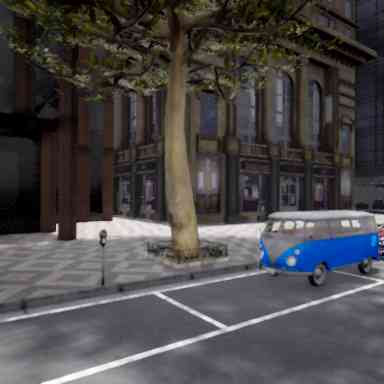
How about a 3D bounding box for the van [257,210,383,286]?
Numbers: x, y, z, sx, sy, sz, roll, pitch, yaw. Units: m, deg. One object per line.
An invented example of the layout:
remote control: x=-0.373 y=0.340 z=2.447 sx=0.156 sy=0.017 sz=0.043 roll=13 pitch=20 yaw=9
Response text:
van: x=3.624 y=1.428 z=9.358 sx=3.998 sy=1.788 sz=1.690 roll=1 pitch=0 yaw=-36
